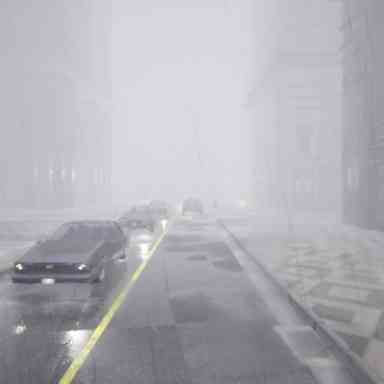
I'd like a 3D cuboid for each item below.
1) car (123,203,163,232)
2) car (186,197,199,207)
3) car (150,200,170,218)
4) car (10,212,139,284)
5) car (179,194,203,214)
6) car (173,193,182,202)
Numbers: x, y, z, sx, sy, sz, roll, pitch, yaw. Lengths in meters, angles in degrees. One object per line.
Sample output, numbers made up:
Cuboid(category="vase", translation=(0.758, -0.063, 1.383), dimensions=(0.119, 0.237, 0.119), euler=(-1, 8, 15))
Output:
Cuboid(category="car", translation=(-3.090, 1.558, 19.917), dimensions=(1.994, 1.385, 4.181), euler=(0, 0, 0))
Cuboid(category="car", translation=(0.091, 1.560, 50.886), dimensions=(1.994, 1.385, 4.181), euler=(0, 0, 0))
Cuboid(category="car", translation=(-3.050, 1.471, 30.409), dimensions=(1.882, 1.535, 5.008), euler=(0, 0, 1))
Cuboid(category="car", translation=(-3.097, 1.542, 9.834), dimensions=(2.033, 1.411, 5.357), euler=(0, 0, 0))
Cuboid(category="car", translation=(0.074, 1.347, 34.613), dimensions=(2.097, 1.767, 4.553), euler=(0, 0, 2))
Cuboid(category="car", translation=(-3.009, 1.202, 74.039), dimensions=(2.150, 2.045, 5.566), euler=(0, 0, 0))
